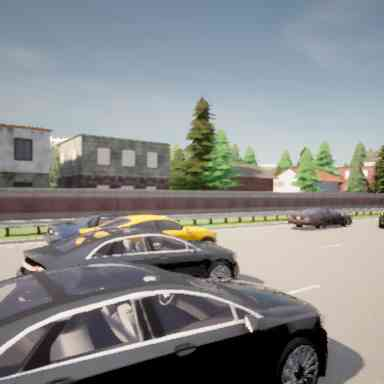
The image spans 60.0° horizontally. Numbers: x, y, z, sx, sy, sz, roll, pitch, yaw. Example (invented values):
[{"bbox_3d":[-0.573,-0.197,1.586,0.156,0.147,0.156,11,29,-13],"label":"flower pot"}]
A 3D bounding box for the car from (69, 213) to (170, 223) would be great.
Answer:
[{"bbox_3d":[-1.312,1.536,11.433,5.008,1.535,1.882,1,0,-35],"label":"car"}]

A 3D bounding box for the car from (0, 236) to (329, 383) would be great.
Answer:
[{"bbox_3d":[-0.583,1.507,3.377,4.902,1.511,2.128,1,0,-35],"label":"car"}]

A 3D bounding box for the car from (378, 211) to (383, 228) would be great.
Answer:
[{"bbox_3d":[14.894,1.626,22.981,4.553,1.767,2.097,1,0,-35],"label":"car"}]

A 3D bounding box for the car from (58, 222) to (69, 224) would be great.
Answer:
[{"bbox_3d":[-3.366,1.605,14.262,5.357,1.411,2.033,1,0,-35],"label":"car"}]

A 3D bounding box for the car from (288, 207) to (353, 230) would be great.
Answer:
[{"bbox_3d":[8.963,1.770,23.059,5.357,1.411,2.033,1,0,-35],"label":"car"}]

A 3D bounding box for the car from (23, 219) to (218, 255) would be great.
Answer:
[{"bbox_3d":[-1.088,1.527,7.303,4.902,1.511,2.128,1,0,-35],"label":"car"}]
